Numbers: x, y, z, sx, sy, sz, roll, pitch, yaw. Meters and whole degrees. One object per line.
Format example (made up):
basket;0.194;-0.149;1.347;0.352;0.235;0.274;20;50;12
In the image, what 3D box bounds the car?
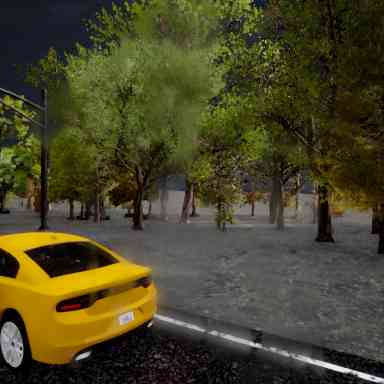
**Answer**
car;-2.864;1.444;5.726;5.008;1.535;1.882;1;0;35
